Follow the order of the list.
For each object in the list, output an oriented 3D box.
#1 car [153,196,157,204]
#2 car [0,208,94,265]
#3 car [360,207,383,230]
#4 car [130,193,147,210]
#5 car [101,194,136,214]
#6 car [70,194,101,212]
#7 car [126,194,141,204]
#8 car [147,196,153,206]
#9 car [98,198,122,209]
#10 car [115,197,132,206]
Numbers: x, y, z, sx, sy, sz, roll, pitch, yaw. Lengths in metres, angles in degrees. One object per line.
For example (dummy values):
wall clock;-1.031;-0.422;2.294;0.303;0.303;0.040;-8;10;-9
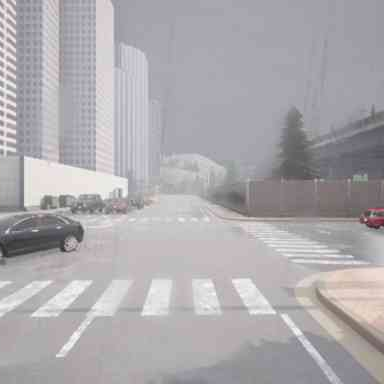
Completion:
car;-7.942;1.476;64.464;1.882;1.535;5.008;0;0;-1
car;-5.970;1.531;11.540;1.837;1.490;4.892;-2;-1;27
car;12.941;1.276;19.548;5.566;2.045;2.150;0;0;-1
car;-7.738;1.221;44.360;2.150;2.045;5.566;0;0;-1
car;-7.594;1.351;34.784;2.097;1.767;4.553;0;0;-1
car;-11.107;1.221;35.577;2.150;2.045;5.566;0;0;-1
car;-11.467;1.351;65.310;2.097;1.767;4.553;0;0;-1
car;-7.852;1.525;54.122;1.812;1.442;4.674;0;0;-1
car;-11.253;1.547;45.820;2.033;1.411;5.357;0;0;-1
car;-11.356;1.600;55.392;1.895;1.301;4.718;0;0;0
